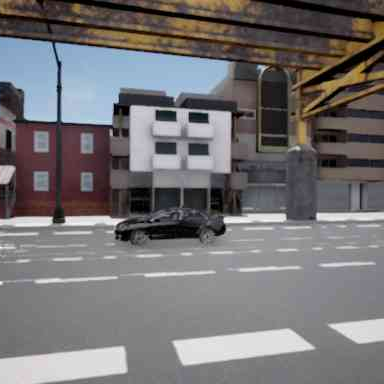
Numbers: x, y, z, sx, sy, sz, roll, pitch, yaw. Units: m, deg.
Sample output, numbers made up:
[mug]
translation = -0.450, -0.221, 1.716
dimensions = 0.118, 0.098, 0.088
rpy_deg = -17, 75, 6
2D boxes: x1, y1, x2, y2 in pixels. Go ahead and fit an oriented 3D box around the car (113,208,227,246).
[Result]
[car]
translation = -0.913, 1.454, 14.566
dimensions = 4.902, 1.511, 2.128
rpy_deg = 0, 0, -14
